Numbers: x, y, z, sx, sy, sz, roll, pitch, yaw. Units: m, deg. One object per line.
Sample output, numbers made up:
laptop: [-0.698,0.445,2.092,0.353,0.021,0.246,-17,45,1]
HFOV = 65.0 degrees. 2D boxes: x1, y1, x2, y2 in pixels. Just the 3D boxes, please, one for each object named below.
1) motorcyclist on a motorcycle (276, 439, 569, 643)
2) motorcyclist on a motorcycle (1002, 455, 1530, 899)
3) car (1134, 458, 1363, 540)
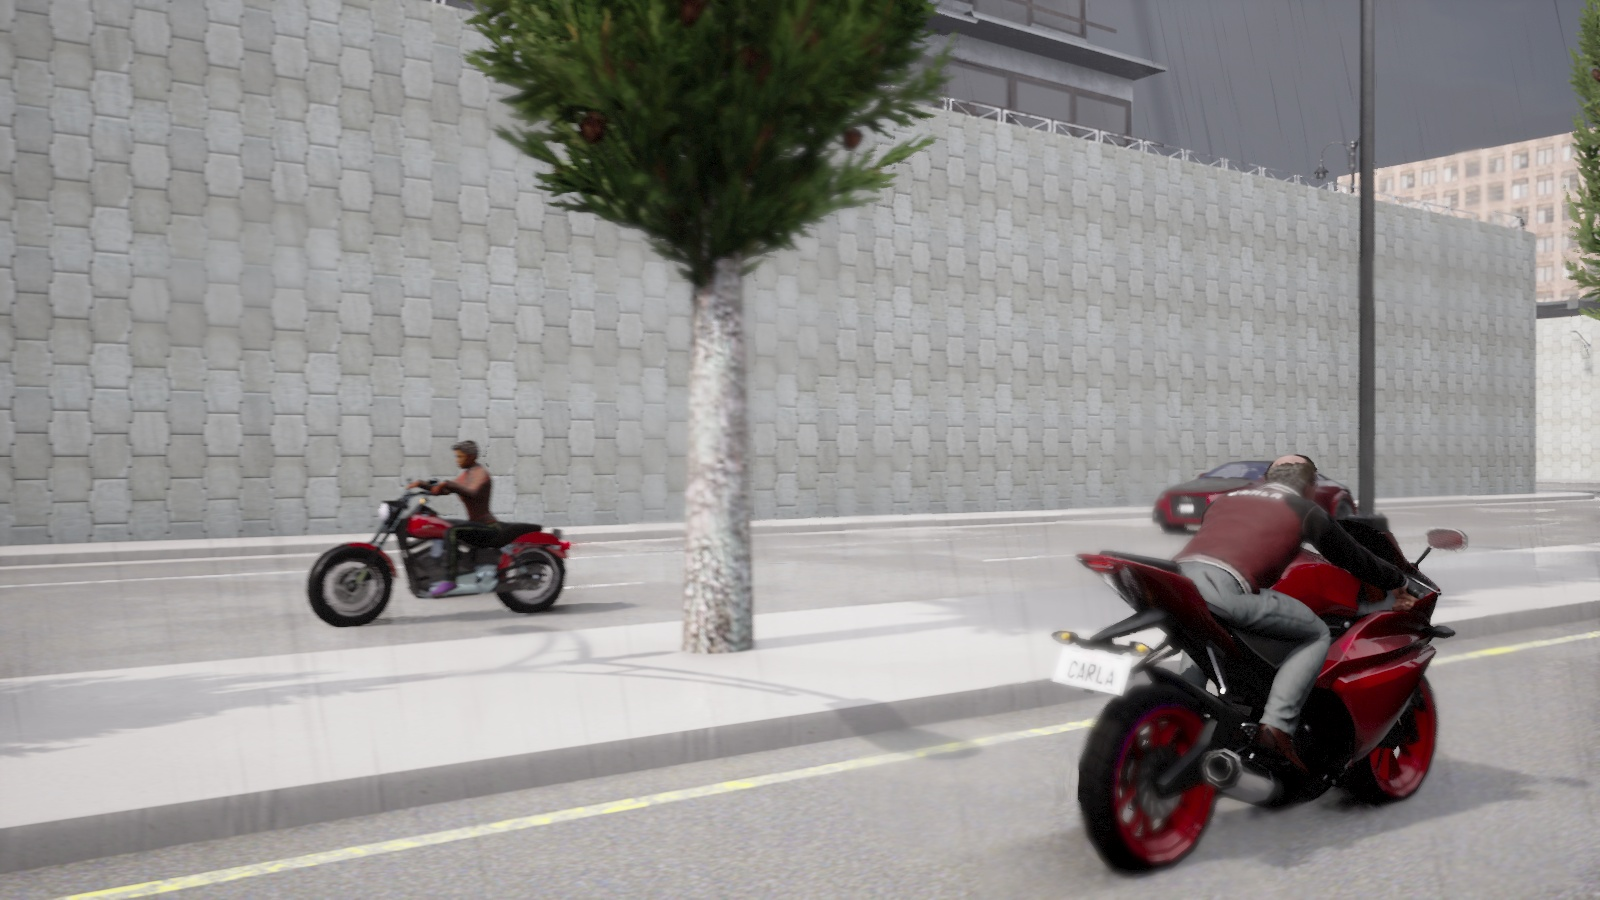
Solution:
motorcyclist on a motorcycle: [-3.300,0.729,11.109,2.350,1.649,0.766,0,0,-35]
motorcyclist on a motorcycle: [1.905,0.788,4.984,2.191,1.530,0.866,0,0,-35]
car: [8.446,0.849,23.549,4.181,1.385,1.994,0,0,-35]
